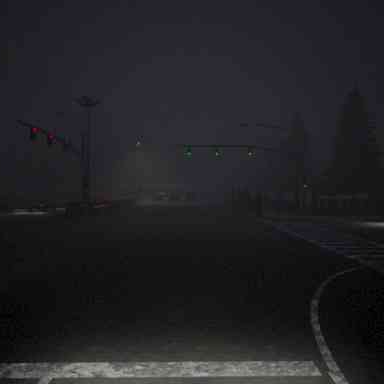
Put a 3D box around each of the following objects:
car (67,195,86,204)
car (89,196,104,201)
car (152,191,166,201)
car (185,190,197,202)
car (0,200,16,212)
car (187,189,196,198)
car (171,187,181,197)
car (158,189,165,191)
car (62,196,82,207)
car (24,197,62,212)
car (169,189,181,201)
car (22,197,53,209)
[{"bbox_3d":[-21.122,1.422,61.033,1.994,1.385,4.181,0,2,1],"label":"car"},{"bbox_3d":[-17.627,1.396,61.308,2.033,1.411,5.357,0,2,0],"label":"car"},{"bbox_3d":[-7.023,1.055,68.596,1.994,1.385,4.181,0,4,0],"label":"car"},{"bbox_3d":[-0.113,0.809,67.000,2.150,2.045,5.566,0,3,0],"label":"car"},{"bbox_3d":[-21.104,1.559,35.894,2.033,1.411,5.357,0,0,0],"label":"car"},{"bbox_3d":[-0.172,0.320,77.426,2.033,1.411,5.357,0,7,0],"label":"car"},{"bbox_3d":[-3.677,0.038,78.333,2.097,1.767,4.553,0,7,0],"label":"car"},{"bbox_3d":[-7.179,0.141,78.531,1.882,1.535,5.008,0,7,0],"label":"car"},{"bbox_3d":[-17.616,1.541,48.396,1.812,1.442,4.674,0,0,0],"label":"car"},{"bbox_3d":[-17.605,1.538,39.454,1.812,1.442,4.674,0,0,0],"label":"car"},{"bbox_3d":[-3.521,0.853,68.418,2.097,1.767,4.553,0,4,0],"label":"car"},{"bbox_3d":[-21.110,1.492,45.718,1.882,1.535,5.008,0,0,0],"label":"car"}]
